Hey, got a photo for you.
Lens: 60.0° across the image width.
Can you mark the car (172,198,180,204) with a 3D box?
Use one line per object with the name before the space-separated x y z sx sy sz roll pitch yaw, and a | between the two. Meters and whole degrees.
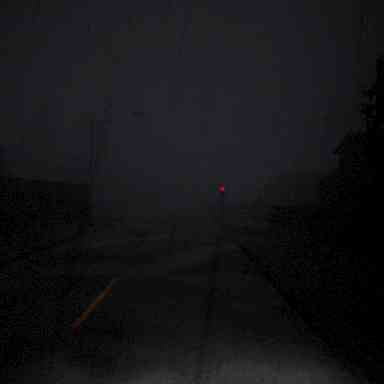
car | -4.023 2.365 84.201 2.097 1.767 4.553 0 -1 0
